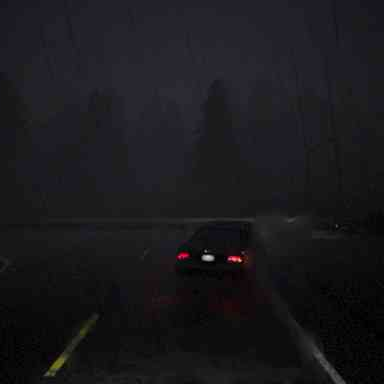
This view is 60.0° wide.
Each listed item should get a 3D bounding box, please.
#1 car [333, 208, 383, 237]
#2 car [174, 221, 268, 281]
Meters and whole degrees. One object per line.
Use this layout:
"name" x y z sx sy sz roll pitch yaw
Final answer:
"car" 10.595 1.667 18.828 4.892 1.490 1.837 0 0 0
"car" 1.117 1.570 9.978 2.033 1.411 5.357 0 -1 17
